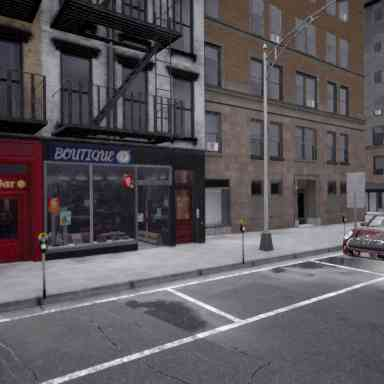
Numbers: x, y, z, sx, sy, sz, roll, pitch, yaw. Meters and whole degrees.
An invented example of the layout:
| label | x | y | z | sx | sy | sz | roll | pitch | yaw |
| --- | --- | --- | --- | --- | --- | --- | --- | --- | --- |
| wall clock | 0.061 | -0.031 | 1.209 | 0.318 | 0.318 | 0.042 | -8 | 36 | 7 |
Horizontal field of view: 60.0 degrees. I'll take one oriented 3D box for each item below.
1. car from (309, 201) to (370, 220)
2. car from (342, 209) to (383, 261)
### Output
| label | x | y | z | sx | sy | sz | roll | pitch | yaw |
| --- | --- | --- | --- | --- | --- | --- | --- | --- | --- |
| car | 13.916 | 1.665 | 31.696 | 1.882 | 1.535 | 5.008 | -1 | 0 | -37 |
| car | 7.036 | 1.442 | 11.586 | 4.097 | 1.590 | 1.967 | 0 | -1 | -36 |
